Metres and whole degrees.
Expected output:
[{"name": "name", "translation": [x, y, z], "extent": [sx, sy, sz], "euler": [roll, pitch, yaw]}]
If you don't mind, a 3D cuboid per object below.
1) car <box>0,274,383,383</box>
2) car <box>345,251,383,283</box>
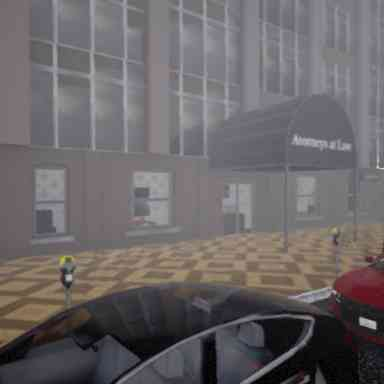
[{"name": "car", "translation": [-0.460, 1.545, 2.544], "extent": [4.313, 1.339, 1.947], "euler": [0, 0, -34]}, {"name": "car", "translation": [4.225, 1.528, 5.761], "extent": [4.507, 1.381, 1.887], "euler": [0, 0, -34]}]
